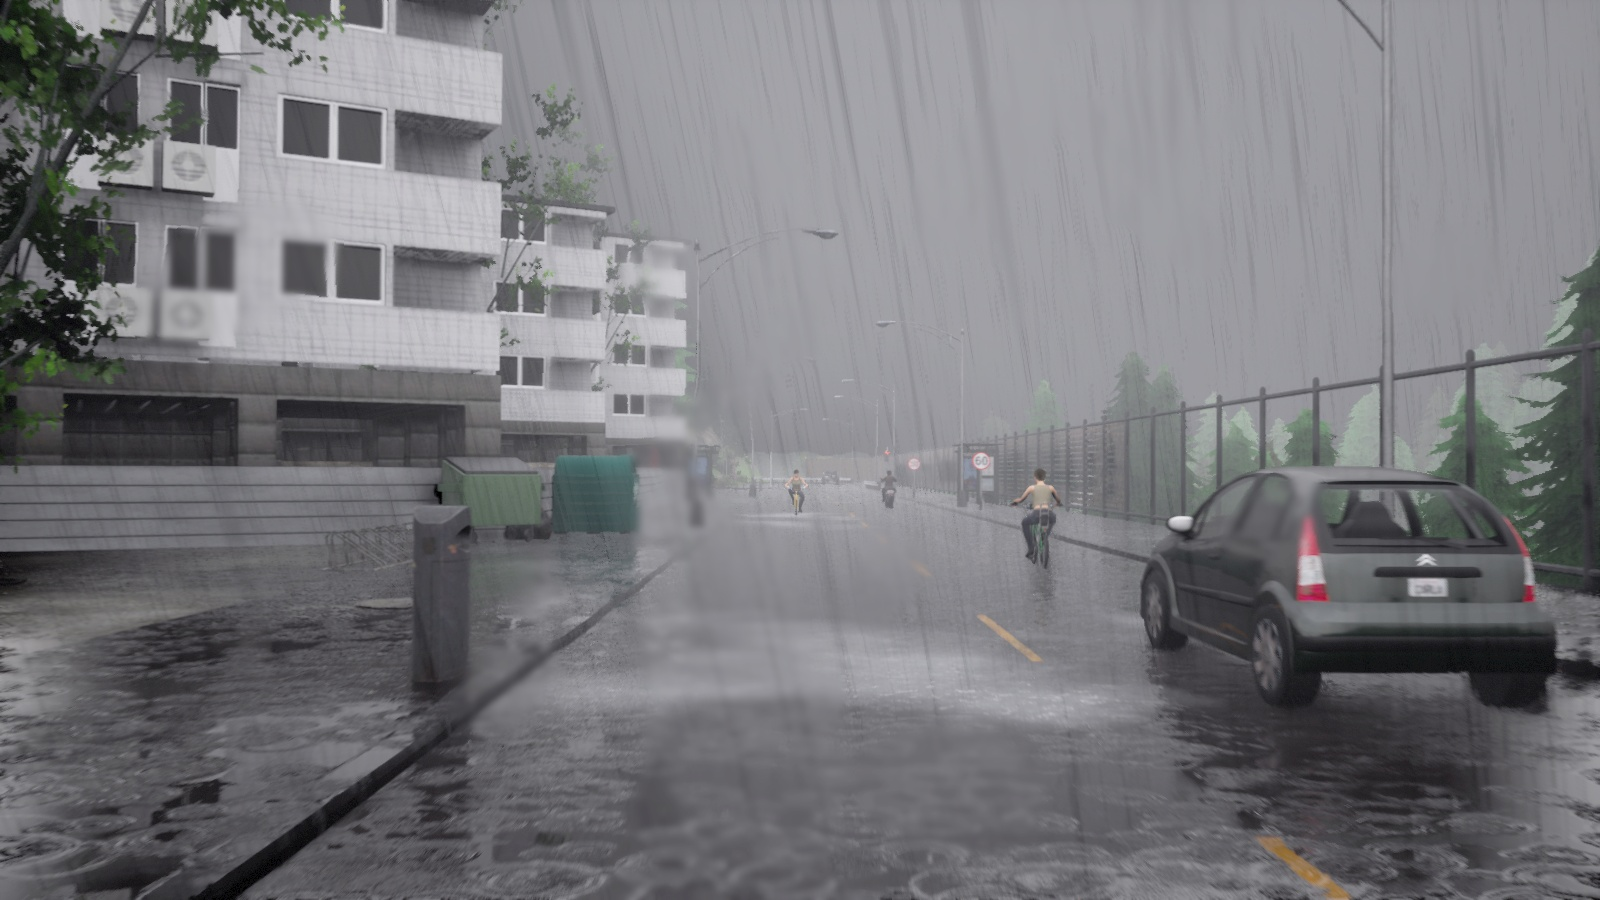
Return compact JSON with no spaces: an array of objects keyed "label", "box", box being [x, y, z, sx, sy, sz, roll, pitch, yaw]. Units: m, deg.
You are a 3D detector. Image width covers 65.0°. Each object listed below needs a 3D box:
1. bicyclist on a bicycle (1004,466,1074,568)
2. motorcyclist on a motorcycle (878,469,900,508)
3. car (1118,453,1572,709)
[{"label":"bicyclist on a bicycle","box":[3.940,1.084,20.838,0.866,1.612,1.509,0,-1,0]},{"label":"motorcyclist on a motorcycle","box":[3.858,1.664,54.642,0.766,1.649,2.350,0,-1,0]},{"label":"car","box":[3.972,0.864,9.985,1.851,1.617,3.988,0,-1,0]}]
